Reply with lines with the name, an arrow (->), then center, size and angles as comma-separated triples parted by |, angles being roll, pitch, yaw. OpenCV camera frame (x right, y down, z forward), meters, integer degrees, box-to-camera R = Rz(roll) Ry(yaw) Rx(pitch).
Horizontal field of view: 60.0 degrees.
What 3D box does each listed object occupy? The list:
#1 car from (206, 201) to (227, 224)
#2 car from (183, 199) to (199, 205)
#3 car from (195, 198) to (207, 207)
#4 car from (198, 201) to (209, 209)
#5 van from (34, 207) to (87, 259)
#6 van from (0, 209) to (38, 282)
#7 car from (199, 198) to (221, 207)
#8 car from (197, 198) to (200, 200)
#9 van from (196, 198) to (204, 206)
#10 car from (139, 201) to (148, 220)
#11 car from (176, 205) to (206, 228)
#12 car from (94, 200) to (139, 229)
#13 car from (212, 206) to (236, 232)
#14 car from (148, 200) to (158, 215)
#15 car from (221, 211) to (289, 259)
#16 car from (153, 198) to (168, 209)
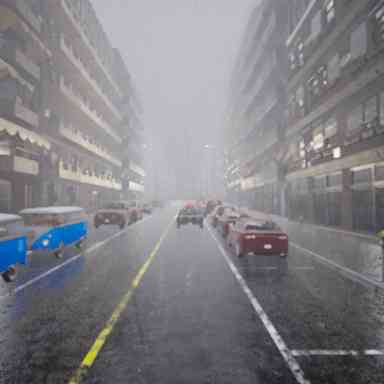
car -> 2.342, 1.692, 24.166 | 1.967, 1.590, 4.097 | 1, -1, -1
car -> -0.345, 1.984, 41.402 | 1.812, 1.442, 4.674 | 0, -1, -1
car -> 1.819, 2.118, 68.412 | 2.192, 1.841, 5.009 | 1, -1, -1
car -> 1.935, 2.235, 57.347 | 1.802, 1.307, 4.206 | 1, -1, -1
van -> -5.423, 1.490, 13.082 | 1.690, 1.788, 3.998 | 1, -1, -1
van -> -5.362, 1.431, 7.551 | 1.690, 1.788, 3.998 | 1, -1, -1
car -> 2.182, 1.693, 35.227 | 2.192, 1.841, 5.009 | 1, -1, -1
car -> 2.058, 1.952, 46.288 | 1.967, 1.590, 4.097 | 1, -1, -1
van -> 1.758, 2.221, 73.942 | 1.690, 1.788, 3.998 | 1, -1, -1
car -> -5.603, 1.649, 29.671 | 2.192, 1.841, 5.009 | 1, -1, -1
car -> -0.160, 1.864, 24.583 | 1.895, 1.301, 4.718 | 0, -1, 0
car -> -5.543, 1.586, 24.142 | 2.192, 1.841, 5.009 | 1, -1, -1
car -> 2.393, 1.735, 18.634 | 1.887, 1.381, 4.507 | 1, -1, -1
car -> -5.730, 2.029, 40.729 | 1.947, 1.339, 4.313 | 1, -1, -1
car -> 2.453, 1.675, 13.104 | 1.887, 1.381, 4.507 | 1, -1, -1
car -> -5.906, 1.987, 57.320 | 2.192, 1.841, 5.009 | 1, -1, -1
